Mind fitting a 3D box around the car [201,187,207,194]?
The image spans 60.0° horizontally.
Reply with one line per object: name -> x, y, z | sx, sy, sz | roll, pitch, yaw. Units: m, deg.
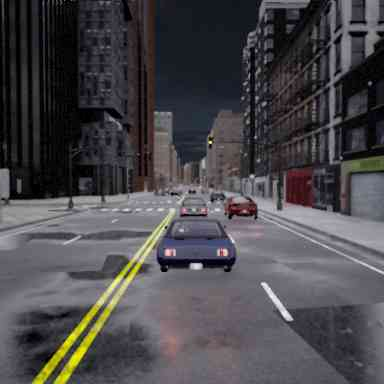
car -> 3.271, -0.109, 79.926 | 2.033, 1.411, 5.357 | 0, 1, 0

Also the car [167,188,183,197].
car -> -3.243, 0.187, 66.167 | 2.033, 1.411, 5.357 | 0, 1, 0

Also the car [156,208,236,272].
car -> 0.103, 1.388, 9.923 | 1.895, 1.301, 4.718 | 0, 1, 0

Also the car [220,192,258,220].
car -> 3.290, 0.992, 23.026 | 1.882, 1.535, 5.008 | 0, 1, 1

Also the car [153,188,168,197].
car -> -6.496, 0.144, 66.115 | 1.837, 1.490, 4.892 | 0, 1, 0

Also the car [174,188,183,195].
car -> -3.228, -0.203, 81.603 | 1.882, 1.535, 5.008 | 0, 1, 0

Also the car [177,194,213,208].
car -> 0.106, 1.073, 22.512 | 2.033, 1.411, 5.357 | 0, 1, 0

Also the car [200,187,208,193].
car -> 3.274, -0.520, 90.339 | 1.837, 1.490, 4.892 | 0, 1, 0

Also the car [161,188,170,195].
car -> -6.479, -0.203, 81.616 | 1.882, 1.535, 5.008 | 0, 1, 0

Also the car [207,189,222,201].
car -> 3.353, 0.584, 44.436 | 1.837, 1.490, 4.892 | 0, 2, 0

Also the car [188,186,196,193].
car -> 0.024, -0.663, 90.307 | 2.097, 1.767, 4.553 | 0, 1, 0

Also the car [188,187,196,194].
car -> 0.021, -0.170, 79.925 | 1.882, 1.535, 5.008 | 0, 1, 0
